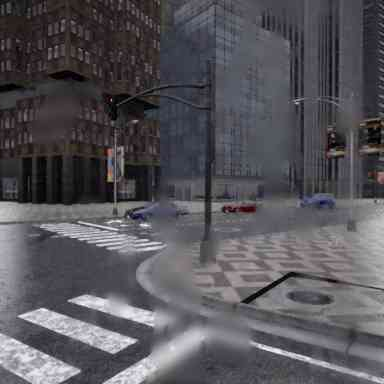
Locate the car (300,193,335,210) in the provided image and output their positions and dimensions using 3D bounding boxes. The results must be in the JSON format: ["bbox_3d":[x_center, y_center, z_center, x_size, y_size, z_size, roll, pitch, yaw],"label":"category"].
[{"bbox_3d":[15.998,1.179,42.134,5.566,2.045,2.150,0,0,-39],"label":"car"}]

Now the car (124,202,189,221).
[{"bbox_3d":[-2.751,1.479,26.784,5.357,1.411,2.033,0,0,-39],"label":"car"}]

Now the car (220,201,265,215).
[{"bbox_3d":[5.049,1.540,33.172,4.718,1.301,1.895,0,0,-39],"label":"car"}]
